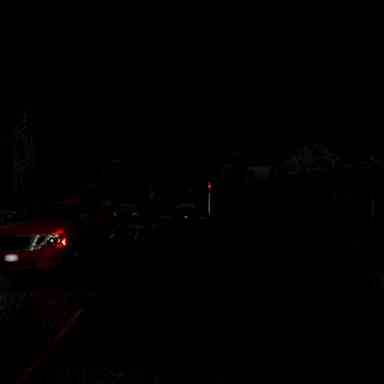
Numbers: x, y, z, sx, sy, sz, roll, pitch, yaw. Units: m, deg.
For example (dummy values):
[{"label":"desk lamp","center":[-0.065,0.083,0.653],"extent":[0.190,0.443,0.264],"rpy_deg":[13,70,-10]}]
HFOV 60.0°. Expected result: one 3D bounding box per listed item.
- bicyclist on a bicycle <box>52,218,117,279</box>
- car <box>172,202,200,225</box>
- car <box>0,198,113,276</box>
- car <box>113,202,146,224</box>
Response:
[{"label":"bicyclist on a bicycle","center":[-2.767,1.478,8.535],"extent":[1.656,1.620,0.582],"rpy_deg":[1,12,-8]},{"label":"car","center":[-0.467,1.478,24.361],"extent":[1.882,1.535,5.008],"rpy_deg":[0,0,-2]},{"label":"car","center":[-4.339,1.218,10.640],"extent":[2.150,2.045,5.566],"rpy_deg":[-1,0,-1]},{"label":"car","center":[-4.591,1.478,24.681],"extent":[1.882,1.535,5.008],"rpy_deg":[0,0,-1]}]
